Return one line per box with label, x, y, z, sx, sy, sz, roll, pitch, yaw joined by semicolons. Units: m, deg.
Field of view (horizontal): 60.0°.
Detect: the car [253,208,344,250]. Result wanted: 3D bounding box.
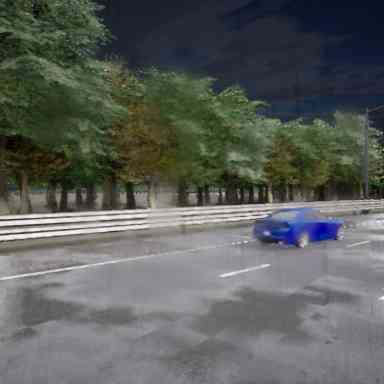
car;4.737;1.440;14.349;5.008;1.535;1.882;0;0;-40
